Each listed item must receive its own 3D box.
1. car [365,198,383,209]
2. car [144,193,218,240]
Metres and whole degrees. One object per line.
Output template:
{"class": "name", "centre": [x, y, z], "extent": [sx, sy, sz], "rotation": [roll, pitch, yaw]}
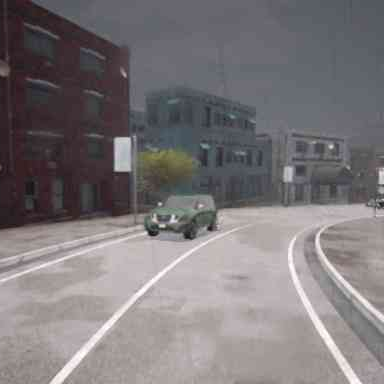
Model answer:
{"class": "car", "centre": [27.575, 1.689, 49.534], "extent": [4.902, 1.511, 2.128], "rotation": [1, 4, -38]}
{"class": "car", "centre": [-0.314, 1.113, 16.913], "extent": [2.150, 2.045, 5.566], "rotation": [2, 1, 21]}
